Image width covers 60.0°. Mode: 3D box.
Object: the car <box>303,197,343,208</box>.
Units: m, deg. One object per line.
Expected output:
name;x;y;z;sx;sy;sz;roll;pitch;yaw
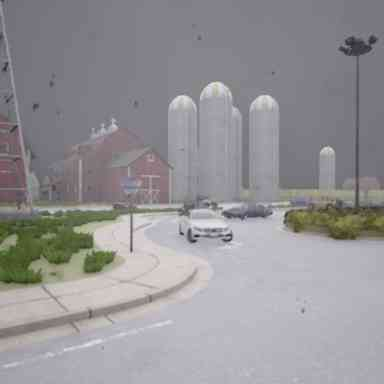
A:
car;18.198;1.555;45.566;1.932;1.855;4.605;0;0;-37

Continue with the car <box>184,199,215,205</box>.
car;0.397;1.635;31.835;1.784;1.438;3.905;0;0;-37

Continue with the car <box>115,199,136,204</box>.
car;-8.329;1.613;41.363;1.816;1.474;4.193;0;0;-37

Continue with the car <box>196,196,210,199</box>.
car;2.069;1.499;49.966;1.905;1.878;3.866;0;0;-37

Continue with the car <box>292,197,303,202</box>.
car;21.351;1.807;64.596;2.242;1.667;4.611;0;0;-37

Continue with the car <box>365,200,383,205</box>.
car;24.643;1.815;43.595;5.357;1.411;2.033;0;0;-23

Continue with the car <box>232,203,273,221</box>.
car;4.858;1.672;29.005;5.357;1.411;2.033;0;0;-42

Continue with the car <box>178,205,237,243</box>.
car;0.500;1.586;16.604;1.812;1.442;4.674;0;0;-11
